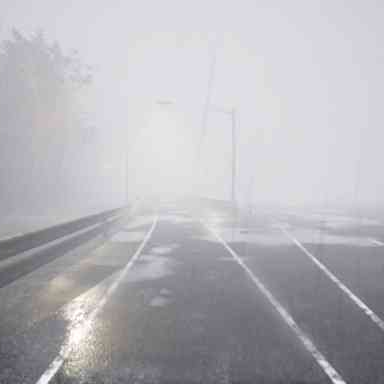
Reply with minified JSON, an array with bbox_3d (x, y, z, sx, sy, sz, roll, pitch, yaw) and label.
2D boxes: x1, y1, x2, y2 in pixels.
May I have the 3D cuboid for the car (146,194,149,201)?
[{"bbox_3d":[-9.426,1.163,76.329,2.097,1.767,4.553,0,0,-14],"label":"car"}]

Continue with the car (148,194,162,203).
[{"bbox_3d":[-7.101,1.455,66.295,1.812,1.442,4.674,0,0,-12],"label":"car"}]
